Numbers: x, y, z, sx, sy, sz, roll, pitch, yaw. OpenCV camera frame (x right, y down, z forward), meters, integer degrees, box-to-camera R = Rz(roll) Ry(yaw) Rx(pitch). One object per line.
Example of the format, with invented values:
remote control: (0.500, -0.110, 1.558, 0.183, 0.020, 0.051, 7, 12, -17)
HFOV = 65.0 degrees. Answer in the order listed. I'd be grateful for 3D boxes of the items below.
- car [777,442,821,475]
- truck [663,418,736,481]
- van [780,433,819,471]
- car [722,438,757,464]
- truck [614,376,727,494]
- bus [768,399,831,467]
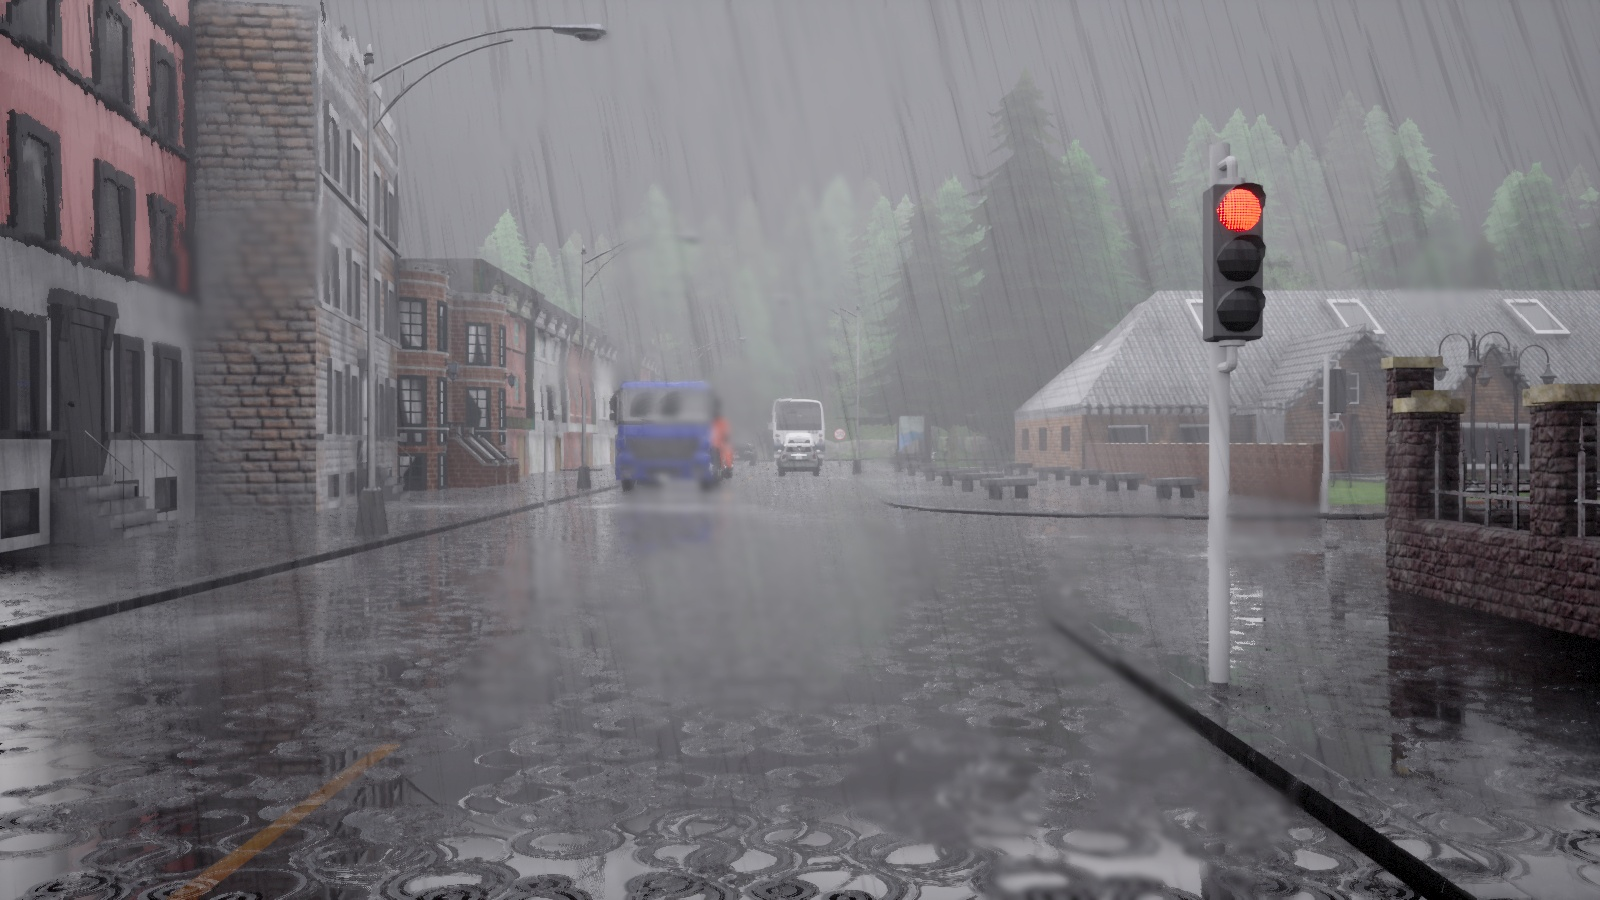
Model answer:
car: (-0.050, 0.382, 58.449, 1.970, 1.475, 3.806, 0, 0, 0)
truck: (-4.061, -0.040, 51.567, 2.627, 2.467, 5.204, 0, 1, 0)
van: (-0.041, 0.077, 69.576, 2.069, 2.038, 4.480, 0, 0, 0)
car: (-4.047, 0.045, 84.496, 2.152, 1.651, 5.027, 0, 0, 0)
truck: (-4.047, -0.470, 41.022, 2.891, 3.462, 7.936, 0, 0, 0)
bus: (-0.023, -1.108, 84.726, 3.944, 4.253, 10.273, 0, 0, 0)
